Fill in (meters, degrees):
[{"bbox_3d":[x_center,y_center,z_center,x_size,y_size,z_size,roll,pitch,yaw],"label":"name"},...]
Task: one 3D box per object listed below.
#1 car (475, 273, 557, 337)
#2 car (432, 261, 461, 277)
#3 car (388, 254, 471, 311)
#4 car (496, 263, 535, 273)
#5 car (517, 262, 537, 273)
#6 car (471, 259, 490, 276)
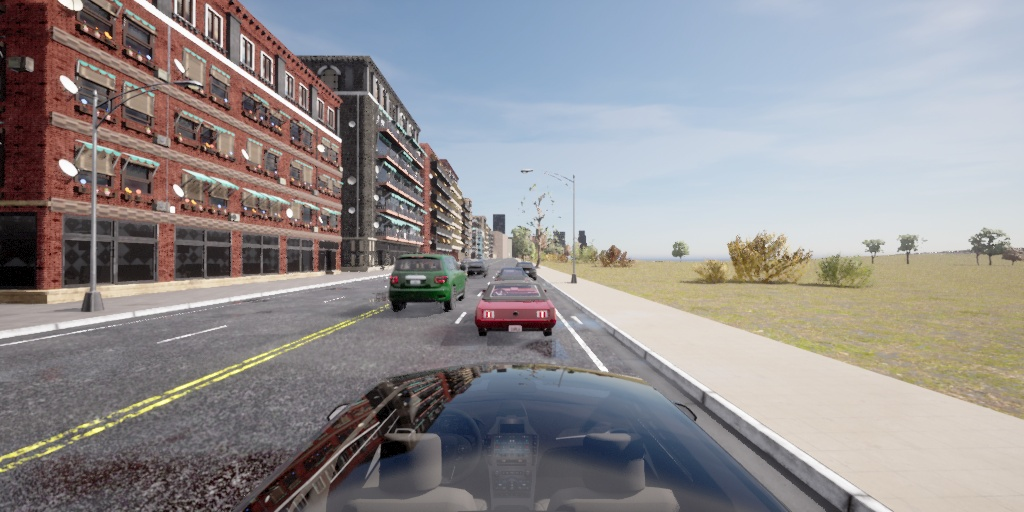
[{"bbox_3d":[0.076,1.351,10.322,1.895,1.301,4.718,0,0,0],"label":"car"},{"bbox_3d":[-6.704,1.297,37.111,2.033,1.411,5.357,0,0,0],"label":"car"},{"bbox_3d":[-3.188,0.970,14.505,2.150,2.045,5.566,0,0,0],"label":"car"},{"bbox_3d":[0.037,1.315,20.353,1.994,1.385,4.181,0,0,0],"label":"car"},{"bbox_3d":[1.054,1.256,30.347,1.837,1.490,4.892,0,0,0],"label":"car"},{"bbox_3d":[-3.245,1.256,34.527,1.837,1.490,4.892,0,0,0],"label":"car"}]
